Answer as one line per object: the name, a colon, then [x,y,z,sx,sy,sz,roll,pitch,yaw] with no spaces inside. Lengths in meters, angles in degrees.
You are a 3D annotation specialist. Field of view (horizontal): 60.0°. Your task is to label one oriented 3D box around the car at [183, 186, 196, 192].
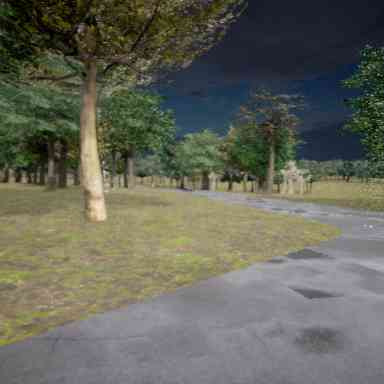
car: [-0.609,-0.685,70.444,1.994,1.385,4.181,0,2,-15]
